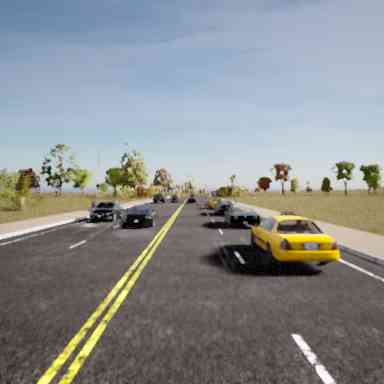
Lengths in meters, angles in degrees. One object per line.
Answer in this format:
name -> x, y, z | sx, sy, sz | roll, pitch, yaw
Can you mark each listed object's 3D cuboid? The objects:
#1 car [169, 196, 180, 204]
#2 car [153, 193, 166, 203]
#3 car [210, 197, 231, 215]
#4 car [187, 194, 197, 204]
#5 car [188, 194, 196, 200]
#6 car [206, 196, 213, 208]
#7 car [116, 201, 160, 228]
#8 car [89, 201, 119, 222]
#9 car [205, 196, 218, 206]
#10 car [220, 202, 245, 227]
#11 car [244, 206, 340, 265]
car -> -3.273, 1.458, 63.231 | 1.837, 1.490, 4.892 | 0, 0, 1
car -> -6.506, 1.227, 66.416 | 2.150, 2.045, 5.566 | 0, 0, 0
car -> 3.250, 1.528, 33.439 | 2.033, 1.411, 5.357 | 0, 0, 0
car -> 0.000, 1.506, 63.819 | 2.033, 1.411, 5.357 | 0, 0, 0
car -> -0.001, 1.307, 84.103 | 1.837, 1.490, 4.892 | 0, 0, 0
car -> 3.250, 1.428, 44.629 | 1.801, 1.575, 5.366 | 0, 0, 0
car -> -3.349, 1.552, 21.860 | 1.994, 1.385, 4.181 | 0, 0, 0
car -> -6.598, 1.491, 26.105 | 1.837, 1.490, 4.892 | 0, 0, 0
car -> 3.249, 1.419, 55.629 | 1.801, 1.575, 5.366 | 0, 0, 0
car -> 3.248, 1.589, 22.486 | 1.895, 1.301, 4.718 | 0, 0, 0
car -> 3.249, 1.450, 11.629 | 1.801, 1.575, 5.366 | 0, 0, 0
